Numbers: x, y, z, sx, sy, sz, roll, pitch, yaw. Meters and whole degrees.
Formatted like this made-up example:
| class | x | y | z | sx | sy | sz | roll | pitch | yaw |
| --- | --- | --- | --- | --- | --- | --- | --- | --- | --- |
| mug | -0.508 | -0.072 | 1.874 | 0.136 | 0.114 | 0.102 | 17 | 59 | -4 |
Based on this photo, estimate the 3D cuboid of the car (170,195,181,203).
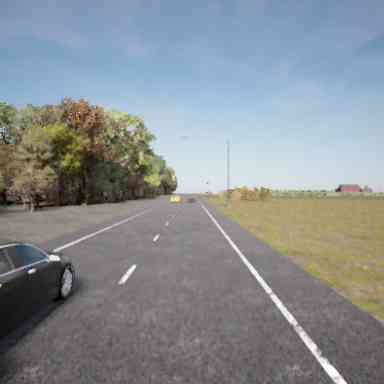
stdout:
| class | x | y | z | sx | sy | sz | roll | pitch | yaw |
| --- | --- | --- | --- | --- | --- | --- | --- | --- | --- |
| car | -3.509 | 1.456 | 70.166 | 1.882 | 1.535 | 5.008 | 0 | 0 | 0 |

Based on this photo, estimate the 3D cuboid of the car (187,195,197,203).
| class | x | y | z | sx | sy | sz | roll | pitch | yaw |
| --- | --- | --- | --- | --- | --- | --- | --- | --- | --- |
| car | -0.009 | 1.501 | 70.550 | 2.128 | 1.511 | 4.902 | 0 | 0 | 0 |

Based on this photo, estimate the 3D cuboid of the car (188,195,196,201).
| class | x | y | z | sx | sy | sz | roll | pitch | yaw |
| --- | --- | --- | --- | --- | --- | --- | --- | --- | --- |
| car | -0.012 | 1.403 | 80.590 | 1.994 | 1.385 | 4.181 | 0 | 0 | 0 |

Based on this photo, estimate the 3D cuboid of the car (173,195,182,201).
| class | x | y | z | sx | sy | sz | roll | pitch | yaw |
| --- | --- | --- | --- | --- | --- | --- | --- | --- | --- |
| car | -3.511 | 1.392 | 80.591 | 2.033 | 1.411 | 5.357 | 0 | 0 | 0 |

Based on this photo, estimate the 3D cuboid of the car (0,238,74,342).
| class | x | y | z | sx | sy | sz | roll | pitch | yaw |
| --- | --- | --- | --- | --- | --- | --- | --- | --- | --- |
| car | -3.500 | 1.511 | 5.432 | 1.837 | 1.490 | 4.892 | 0 | 0 | 0 |
